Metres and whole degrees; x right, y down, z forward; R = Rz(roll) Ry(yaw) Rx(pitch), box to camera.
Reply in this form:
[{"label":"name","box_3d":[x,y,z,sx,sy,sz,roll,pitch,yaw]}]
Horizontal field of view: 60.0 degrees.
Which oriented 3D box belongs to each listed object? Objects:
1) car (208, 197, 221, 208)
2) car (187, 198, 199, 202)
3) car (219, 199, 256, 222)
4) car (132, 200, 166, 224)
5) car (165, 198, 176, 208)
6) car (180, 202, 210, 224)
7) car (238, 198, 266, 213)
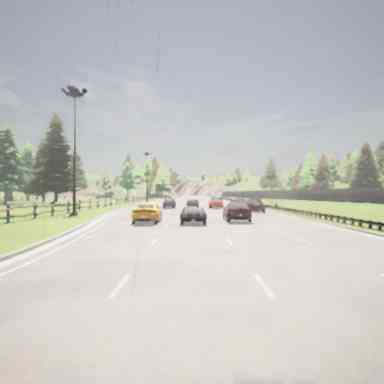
[{"label":"car","box_3d":[3.603,1.539,50.592,2.097,1.767,4.553,0,0,0]},{"label":"car","box_3d":[0.103,1.678,50.780,2.128,1.511,4.902,0,0,0]},{"label":"car","box_3d":[3.599,1.577,27.087,1.882,1.535,5.008,0,0,0]},{"label":"car","box_3d":[-3.400,1.573,25.784,1.882,1.535,5.008,0,0,0]},{"label":"car","box_3d":[-3.398,1.678,50.774,2.128,1.511,4.902,0,0,0]},{"label":"car","box_3d":[0.100,1.694,25.295,1.895,1.301,4.718,0,0,0]},{"label":"car","box_3d":[7.002,1.493,38.253,2.097,1.767,4.553,0,0,0]}]
